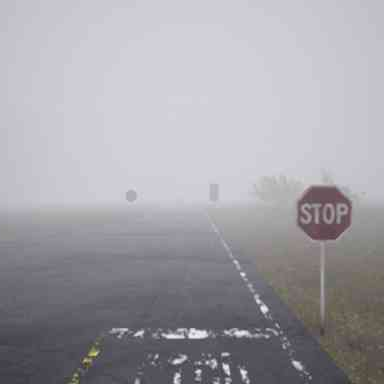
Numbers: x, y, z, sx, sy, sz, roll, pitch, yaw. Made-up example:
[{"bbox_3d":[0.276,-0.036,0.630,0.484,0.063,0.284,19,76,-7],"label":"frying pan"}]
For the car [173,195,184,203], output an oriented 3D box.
[{"bbox_3d":[-2.684,1.405,66.727,1.882,1.535,5.008,0,0,0],"label":"car"}]
